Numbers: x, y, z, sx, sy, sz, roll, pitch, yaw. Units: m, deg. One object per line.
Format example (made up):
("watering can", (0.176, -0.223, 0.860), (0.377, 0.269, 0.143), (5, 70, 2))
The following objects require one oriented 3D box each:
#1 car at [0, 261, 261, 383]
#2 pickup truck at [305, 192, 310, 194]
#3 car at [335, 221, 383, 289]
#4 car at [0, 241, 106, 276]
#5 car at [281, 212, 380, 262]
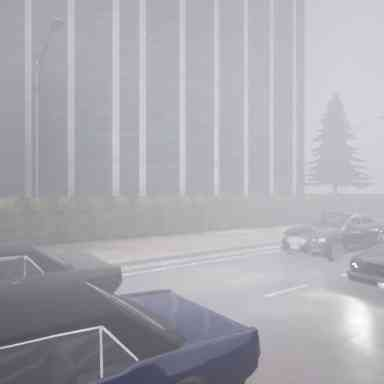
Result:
("car", (-1.698, 1.601, 2.763), (4.718, 1.301, 1.895), (0, 0, -36))
("pickup truck", (25.298, 1.059, 75.759), (2.390, 2.098, 6.274), (0, 0, -6))
("car", (6.131, 1.547, 8.408), (5.357, 1.411, 2.033), (0, 0, -36))
("car", (-3.717, 1.601, 5.625), (4.718, 1.301, 1.895), (0, 0, -36))
("car", (5.291, 1.492, 12.115), (4.902, 1.511, 2.128), (0, 0, -36))
